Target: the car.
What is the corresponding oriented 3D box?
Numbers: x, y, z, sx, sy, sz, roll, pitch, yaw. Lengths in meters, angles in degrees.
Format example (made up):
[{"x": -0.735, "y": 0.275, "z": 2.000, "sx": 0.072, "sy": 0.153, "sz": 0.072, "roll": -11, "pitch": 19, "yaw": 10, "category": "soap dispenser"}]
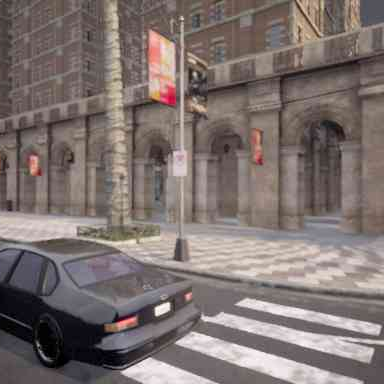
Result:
[{"x": -2.418, "y": 1.546, "z": 5.718, "sx": 5.357, "sy": 1.411, "sz": 2.033, "roll": 0, "pitch": 0, "yaw": 36, "category": "car"}]
